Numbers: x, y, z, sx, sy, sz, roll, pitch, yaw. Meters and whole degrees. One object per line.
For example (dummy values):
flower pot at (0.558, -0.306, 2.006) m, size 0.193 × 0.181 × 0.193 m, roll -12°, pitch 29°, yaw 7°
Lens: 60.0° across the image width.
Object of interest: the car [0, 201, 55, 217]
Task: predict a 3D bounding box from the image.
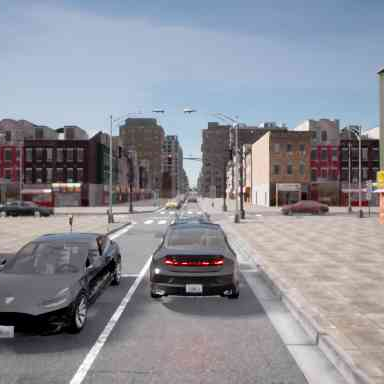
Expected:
car at (-14.739, 1.539, 29.474) m, size 4.892 × 1.490 × 1.837 m, roll 0°, pitch 0°, yaw 0°

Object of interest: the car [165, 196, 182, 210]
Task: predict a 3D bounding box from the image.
car at (-2.596, 1.571, 44.391) m, size 1.752 × 1.417 × 4.829 m, roll 0°, pitch 0°, yaw 0°

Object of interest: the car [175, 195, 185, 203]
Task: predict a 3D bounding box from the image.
car at (-2.571, 1.566, 72.587) m, size 1.967 × 1.590 × 4.097 m, roll 0°, pitch 0°, yaw 0°

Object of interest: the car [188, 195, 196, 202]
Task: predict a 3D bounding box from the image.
car at (0.072, 1.647, 84.367) m, size 1.882 × 1.535 × 5.008 m, roll 0°, pitch 0°, yaw 0°

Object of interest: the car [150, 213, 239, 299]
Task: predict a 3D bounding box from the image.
car at (0.078, 1.507, 8.470) m, size 1.837 × 1.490 × 4.892 m, roll 0°, pitch 0°, yaw 1°

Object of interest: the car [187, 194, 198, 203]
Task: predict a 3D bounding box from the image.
car at (0.069, 1.687, 74.667) m, size 1.994 × 1.385 × 4.181 m, roll 0°, pitch 0°, yaw 0°

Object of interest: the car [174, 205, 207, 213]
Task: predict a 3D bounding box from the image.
car at (0.043, 1.608, 17.681) m, size 1.895 × 1.301 × 4.718 m, roll 0°, pitch 0°, yaw 1°

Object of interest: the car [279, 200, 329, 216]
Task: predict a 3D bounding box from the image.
car at (10.866, 1.535, 32.364) m, size 4.674 × 1.442 × 1.812 m, roll 0°, pitch 0°, yaw 0°

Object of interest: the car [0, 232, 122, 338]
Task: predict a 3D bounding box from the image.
car at (-2.628, 1.567, 6.791) m, size 1.947 × 1.339 × 4.313 m, roll 0°, pitch 0°, yaw 0°

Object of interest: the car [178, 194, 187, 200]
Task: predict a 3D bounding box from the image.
car at (-2.576, 1.547, 66.982) m, size 1.967 × 1.590 × 4.097 m, roll 0°, pitch 0°, yaw 0°

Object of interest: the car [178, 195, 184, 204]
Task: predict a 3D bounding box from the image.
car at (-2.591, 1.604, 50.165) m, size 1.887 × 1.381 × 4.507 m, roll 0°, pitch 0°, yaw 0°

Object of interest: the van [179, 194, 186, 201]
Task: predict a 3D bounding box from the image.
van at (-2.556, 1.529, 89.404) m, size 1.690 × 1.788 × 3.998 m, roll 0°, pitch 0°, yaw 0°

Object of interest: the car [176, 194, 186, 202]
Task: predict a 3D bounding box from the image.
car at (-2.566, 1.461, 78.193) m, size 2.192 × 1.841 × 5.009 m, roll 0°, pitch 0°, yaw 0°

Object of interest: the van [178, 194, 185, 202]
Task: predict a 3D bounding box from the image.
van at (-2.561, 1.508, 83.799) m, size 1.690 × 1.788 × 3.998 m, roll 0°, pitch 0°, yaw 0°

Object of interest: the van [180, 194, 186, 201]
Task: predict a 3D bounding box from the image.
van at (-2.551, 1.551, 95.010) m, size 1.690 × 1.788 × 3.998 m, roll 0°, pitch 0°, yaw 0°
